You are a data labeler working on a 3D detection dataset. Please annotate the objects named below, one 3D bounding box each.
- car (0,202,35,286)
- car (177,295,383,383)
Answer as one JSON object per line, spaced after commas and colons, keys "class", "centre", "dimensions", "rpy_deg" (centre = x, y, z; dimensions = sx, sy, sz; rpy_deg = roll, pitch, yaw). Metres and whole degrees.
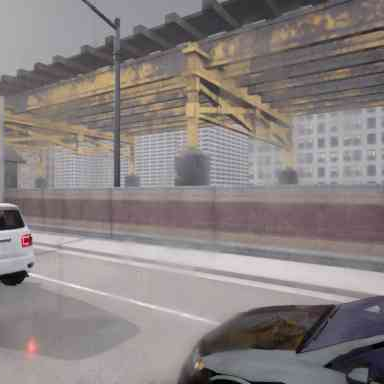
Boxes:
{"class": "car", "centre": [-6.186, 1.246, 8.314], "dimensions": [5.566, 2.045, 2.150], "rpy_deg": [0, 0, 36]}
{"class": "car", "centre": [1.913, 1.576, 2.637], "dimensions": [4.181, 1.385, 1.994], "rpy_deg": [0, 0, 35]}
